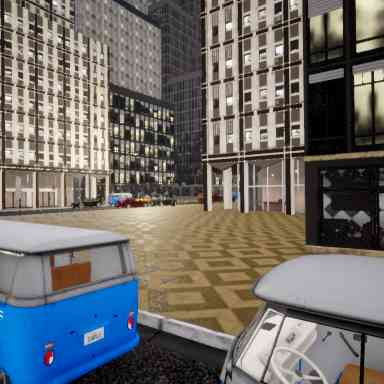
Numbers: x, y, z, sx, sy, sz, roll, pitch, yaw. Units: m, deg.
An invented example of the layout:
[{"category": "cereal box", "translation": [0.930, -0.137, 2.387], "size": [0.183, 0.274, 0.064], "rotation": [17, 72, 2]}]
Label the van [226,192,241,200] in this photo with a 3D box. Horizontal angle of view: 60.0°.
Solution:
[{"category": "van", "translation": [9.527, 0.872, 75.647], "size": [1.690, 1.788, 3.998], "rotation": [0, 0, 36]}]

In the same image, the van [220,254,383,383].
[{"category": "van", "translation": [1.964, 1.341, 1.486], "size": [3.998, 1.788, 1.690], "rotation": [0, -1, 36]}]

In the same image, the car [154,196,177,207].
[{"category": "car", "translation": [-3.704, 1.231, 43.433], "size": [2.008, 1.369, 4.403], "rotation": [0, 0, 36]}]

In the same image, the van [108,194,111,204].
[{"category": "van", "translation": [-10.485, 1.136, 48.356], "size": [1.690, 1.788, 3.998], "rotation": [0, 0, 36]}]

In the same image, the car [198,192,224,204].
[{"category": "car", "translation": [2.963, 0.909, 52.525], "size": [2.192, 1.841, 5.009], "rotation": [0, 0, 36]}]

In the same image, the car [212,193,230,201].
[{"category": "car", "translation": [6.193, 1.017, 71.098], "size": [1.967, 1.590, 4.097], "rotation": [0, 0, 36]}]

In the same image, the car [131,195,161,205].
[{"category": "car", "translation": [-7.249, 1.279, 52.768], "size": [1.752, 1.417, 4.829], "rotation": [0, 0, 36]}]

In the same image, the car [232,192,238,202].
[{"category": "car", "translation": [6.299, 1.101, 57.072], "size": [2.008, 1.369, 4.403], "rotation": [0, 0, 36]}]

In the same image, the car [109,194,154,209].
[{"category": "car", "translation": [-7.037, 1.267, 38.886], "size": [1.887, 1.381, 4.507], "rotation": [0, 0, 36]}]

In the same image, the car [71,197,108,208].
[{"category": "car", "translation": [-13.819, 1.404, 43.808], "size": [1.947, 1.339, 4.313], "rotation": [0, 0, 36]}]

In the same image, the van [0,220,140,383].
[{"category": "van", "translation": [-2.574, 1.342, 4.728], "size": [3.998, 1.788, 1.690], "rotation": [0, -1, 36]}]
